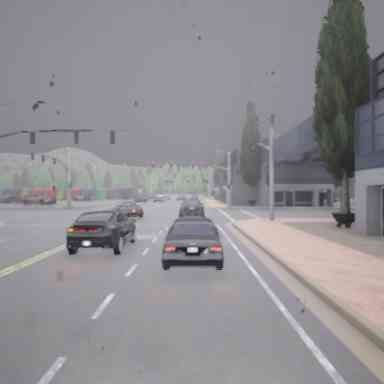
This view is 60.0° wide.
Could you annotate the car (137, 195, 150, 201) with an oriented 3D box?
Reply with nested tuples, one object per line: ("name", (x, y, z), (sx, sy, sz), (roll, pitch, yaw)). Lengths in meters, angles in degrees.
("car", (-10.305, 1.603, 67.889), (1.895, 1.301, 4.718), (0, 0, 2))

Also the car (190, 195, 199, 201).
("car", (0.605, 1.532, 83.287), (2.128, 1.511, 4.902), (0, 0, 2))

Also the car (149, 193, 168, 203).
("car", (-6.803, 1.549, 67.913), (2.033, 1.411, 5.357), (0, 0, 2))

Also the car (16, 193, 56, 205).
("car", (-24.964, 1.159, 53.254), (4.605, 1.855, 1.932), (0, 0, 0))

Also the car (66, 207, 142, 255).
("car", (-3.440, 1.501, 13.338), (1.837, 1.490, 4.892), (0, -2, 0))

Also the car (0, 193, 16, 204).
("car", (-42.450, 1.162, 75.764), (4.605, 1.855, 1.932), (0, 0, 0))

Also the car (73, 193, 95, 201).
("car", (-24.930, 1.165, 75.772), (3.866, 1.878, 1.905), (0, 0, 0))

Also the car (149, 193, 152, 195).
("car", (-9.893, 1.199, 83.487), (2.150, 2.045, 5.566), (0, 0, 2))

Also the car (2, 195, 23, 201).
("car", (-42.384, 1.373, 78.661), (3.905, 1.438, 1.784), (0, 0, 0))

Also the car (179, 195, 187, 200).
("car", (-2.627, 1.480, 93.477), (1.994, 1.385, 4.181), (0, 0, 2))

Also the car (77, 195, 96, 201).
("car", (-24.917, 1.404, 78.667), (3.806, 1.475, 1.970), (0, 0, 0))

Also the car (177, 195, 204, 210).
("car", (-0.022, 1.354, 29.573), (2.097, 1.767, 4.553), (0, 0, 0))

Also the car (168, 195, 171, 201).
("car", (-6.393, 1.498, 83.460), (2.128, 1.511, 4.902), (0, 0, 2))

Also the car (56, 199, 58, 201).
("car", (-24.908, 1.163, 56.148), (3.866, 1.878, 1.905), (0, 0, 0))

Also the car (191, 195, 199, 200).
("car", (0.872, 1.480, 93.387), (1.994, 1.385, 4.181), (0, 0, 2))

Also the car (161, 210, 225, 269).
("car", (0.041, 1.549, 11.130), (2.033, 1.411, 5.357), (0, 0, 1))

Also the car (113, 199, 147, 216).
("car", (-6.021, 1.567, 29.934), (1.994, 1.385, 4.181), (0, 0, -32))
